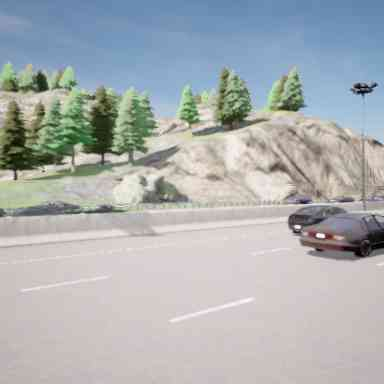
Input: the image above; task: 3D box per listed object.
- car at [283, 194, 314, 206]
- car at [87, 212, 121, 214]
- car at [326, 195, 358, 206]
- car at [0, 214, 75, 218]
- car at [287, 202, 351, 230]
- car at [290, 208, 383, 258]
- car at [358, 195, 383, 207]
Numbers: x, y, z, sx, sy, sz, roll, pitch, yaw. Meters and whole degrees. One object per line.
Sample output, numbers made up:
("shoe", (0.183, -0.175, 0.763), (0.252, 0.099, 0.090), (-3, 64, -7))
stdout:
("car", (15.960, 1.155, 49.705), (4.553, 1.767, 2.097), (0, 0, -35))
("car", (-7.177, 1.561, 24.659), (4.718, 1.301, 1.895), (0, 0, -35))
("car", (22.705, 1.267, 50.199), (4.902, 1.511, 2.128), (0, 0, -35))
("car", (-9.183, 1.547, 18.928), (4.181, 1.385, 1.994), (0, 0, -35))
("car", (7.049, 1.430, 17.368), (4.892, 1.490, 1.837), (0, 0, -36))
("car", (6.327, 1.489, 12.535), (5.357, 1.411, 2.033), (0, 0, -36))
("car", (26.607, 1.261, 48.666), (4.902, 1.511, 2.128), (0, 0, -35))
